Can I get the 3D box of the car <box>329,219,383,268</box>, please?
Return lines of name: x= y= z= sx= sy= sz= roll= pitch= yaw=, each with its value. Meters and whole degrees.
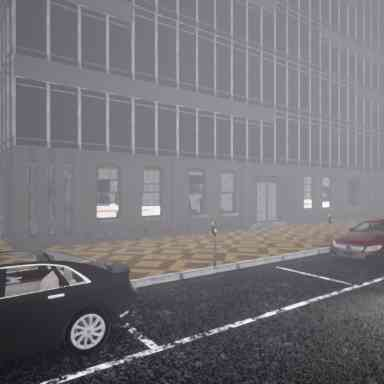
car: x=6.353 y=1.582 z=11.111 sx=4.206 sy=1.307 sz=1.802 roll=0 pitch=0 yaw=-36

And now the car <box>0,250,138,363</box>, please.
car: x=-2.905 y=1.551 z=4.487 sx=4.403 sy=1.369 sz=2.008 roll=0 pitch=0 yaw=-36
